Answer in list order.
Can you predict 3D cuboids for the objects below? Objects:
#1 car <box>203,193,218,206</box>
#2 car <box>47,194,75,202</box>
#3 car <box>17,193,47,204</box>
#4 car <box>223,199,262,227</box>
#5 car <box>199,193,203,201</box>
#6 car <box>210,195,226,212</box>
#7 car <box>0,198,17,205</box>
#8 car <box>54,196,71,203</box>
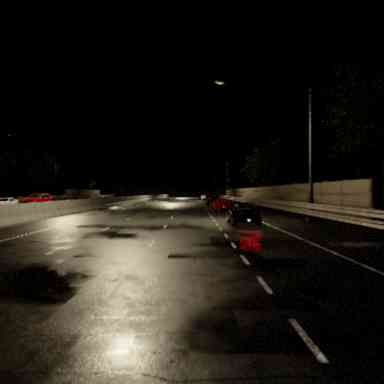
[{"bbox_3d":[3.503,1.233,55.904,2.150,2.045,5.566,0,0,0],"label":"car"},{"bbox_3d":[-17.557,1.357,45.680,2.097,1.767,4.553,0,0,0],"label":"car"},{"bbox_3d":[-21.055,1.228,45.435,2.150,2.045,5.566,0,0,0],"label":"car"},{"bbox_3d":[3.502,1.484,22.867,1.837,1.490,4.892,0,0,0],"label":"car"},{"bbox_3d":[3.508,1.633,83.451,1.895,1.301,4.718,0,0,0],"label":"car"},{"bbox_3d":[3.503,1.483,39.364,1.882,1.535,5.008,0,0,0],"label":"car"},{"bbox_3d":[-24.558,1.530,43.929,1.812,1.442,4.674,0,0,0],"label":"car"},{"bbox_3d":[-27.995,1.595,72.165,1.895,1.301,4.718,0,0,0],"label":"car"}]
